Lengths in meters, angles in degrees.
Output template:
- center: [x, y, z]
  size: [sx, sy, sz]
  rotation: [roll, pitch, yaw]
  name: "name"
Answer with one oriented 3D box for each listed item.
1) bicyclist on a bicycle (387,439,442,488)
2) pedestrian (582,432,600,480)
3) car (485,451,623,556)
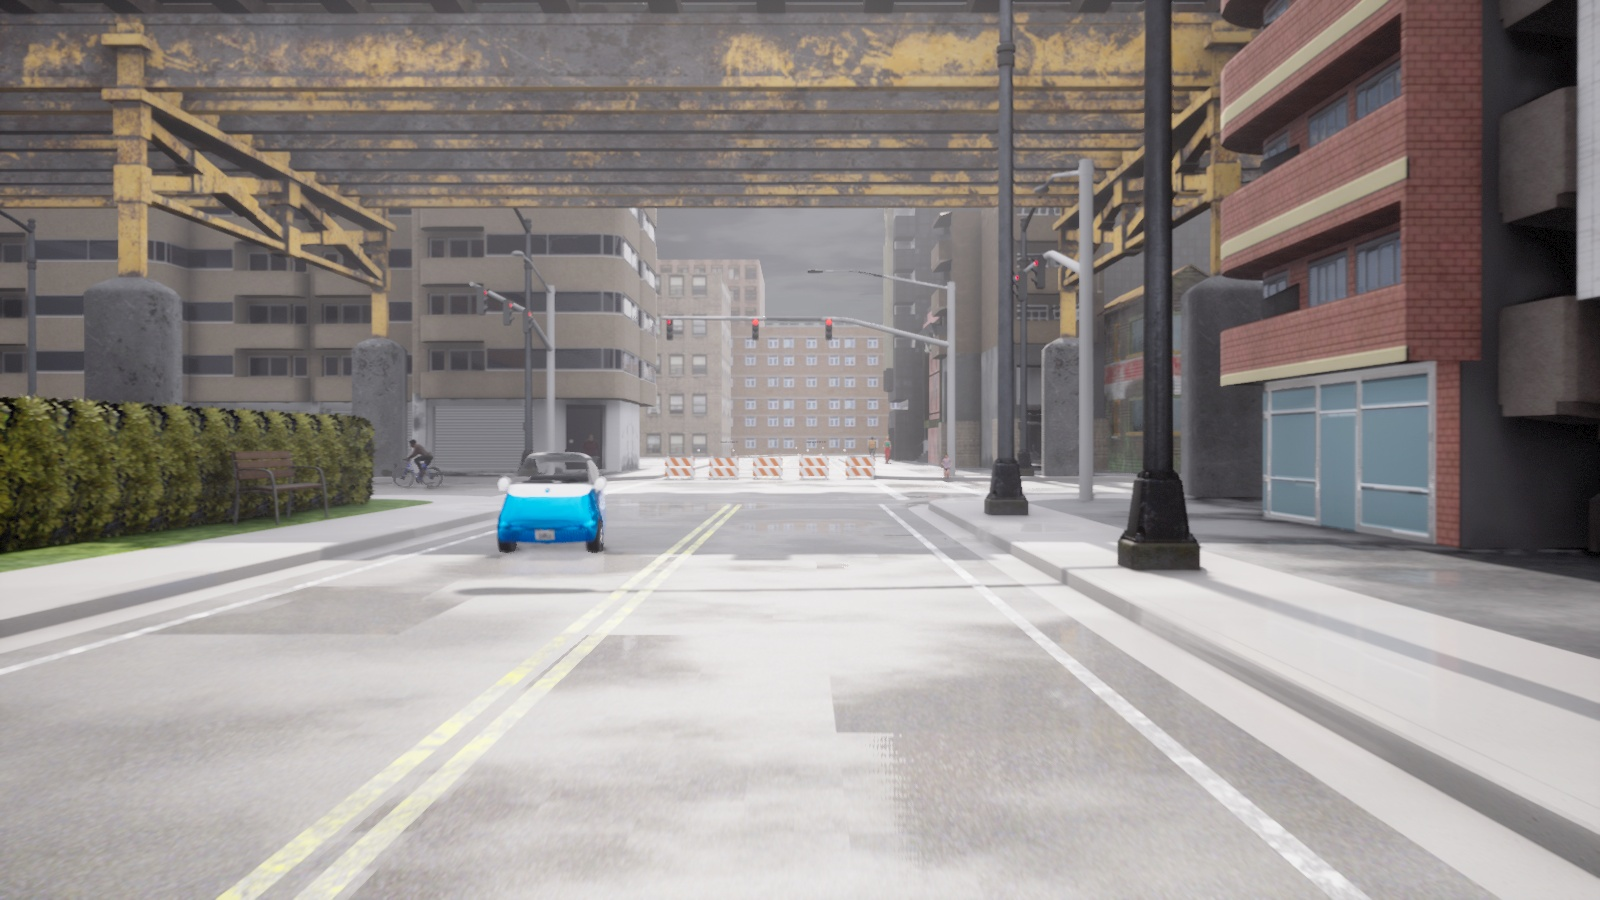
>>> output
- center: [-12.903, 0.451, 42.070]
  size: [1.656, 1.620, 0.582]
  rotation: [0, 0, 0]
  name: "bicyclist on a bicycle"
- center: [-8.038, 0.234, 48.327]
  size: [0.634, 1.844, 0.899]
  rotation: [0, 0, -11]
  name: "pedestrian"
- center: [-3.385, 0.699, 17.590]
  size: [1.481, 1.376, 2.207]
  rotation: [0, 0, 0]
  name: "car"
